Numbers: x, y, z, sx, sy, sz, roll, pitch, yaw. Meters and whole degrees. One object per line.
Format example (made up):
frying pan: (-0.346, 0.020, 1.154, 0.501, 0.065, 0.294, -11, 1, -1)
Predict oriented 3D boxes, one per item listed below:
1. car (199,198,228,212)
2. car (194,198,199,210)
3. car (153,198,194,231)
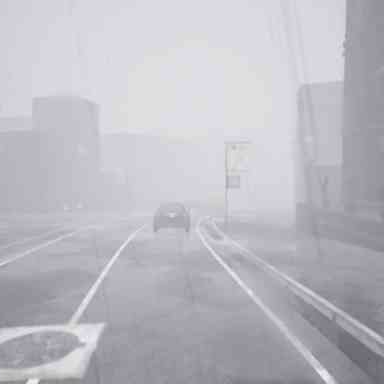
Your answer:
car: (2.950, 1.464, 40.607, 2.097, 1.767, 4.553, 2, 0, 22)
car: (-0.427, 1.495, 42.114, 1.882, 1.535, 5.008, 1, 0, 24)
car: (-1.116, 1.372, 20.690, 2.097, 1.767, 4.553, 0, 0, 1)
